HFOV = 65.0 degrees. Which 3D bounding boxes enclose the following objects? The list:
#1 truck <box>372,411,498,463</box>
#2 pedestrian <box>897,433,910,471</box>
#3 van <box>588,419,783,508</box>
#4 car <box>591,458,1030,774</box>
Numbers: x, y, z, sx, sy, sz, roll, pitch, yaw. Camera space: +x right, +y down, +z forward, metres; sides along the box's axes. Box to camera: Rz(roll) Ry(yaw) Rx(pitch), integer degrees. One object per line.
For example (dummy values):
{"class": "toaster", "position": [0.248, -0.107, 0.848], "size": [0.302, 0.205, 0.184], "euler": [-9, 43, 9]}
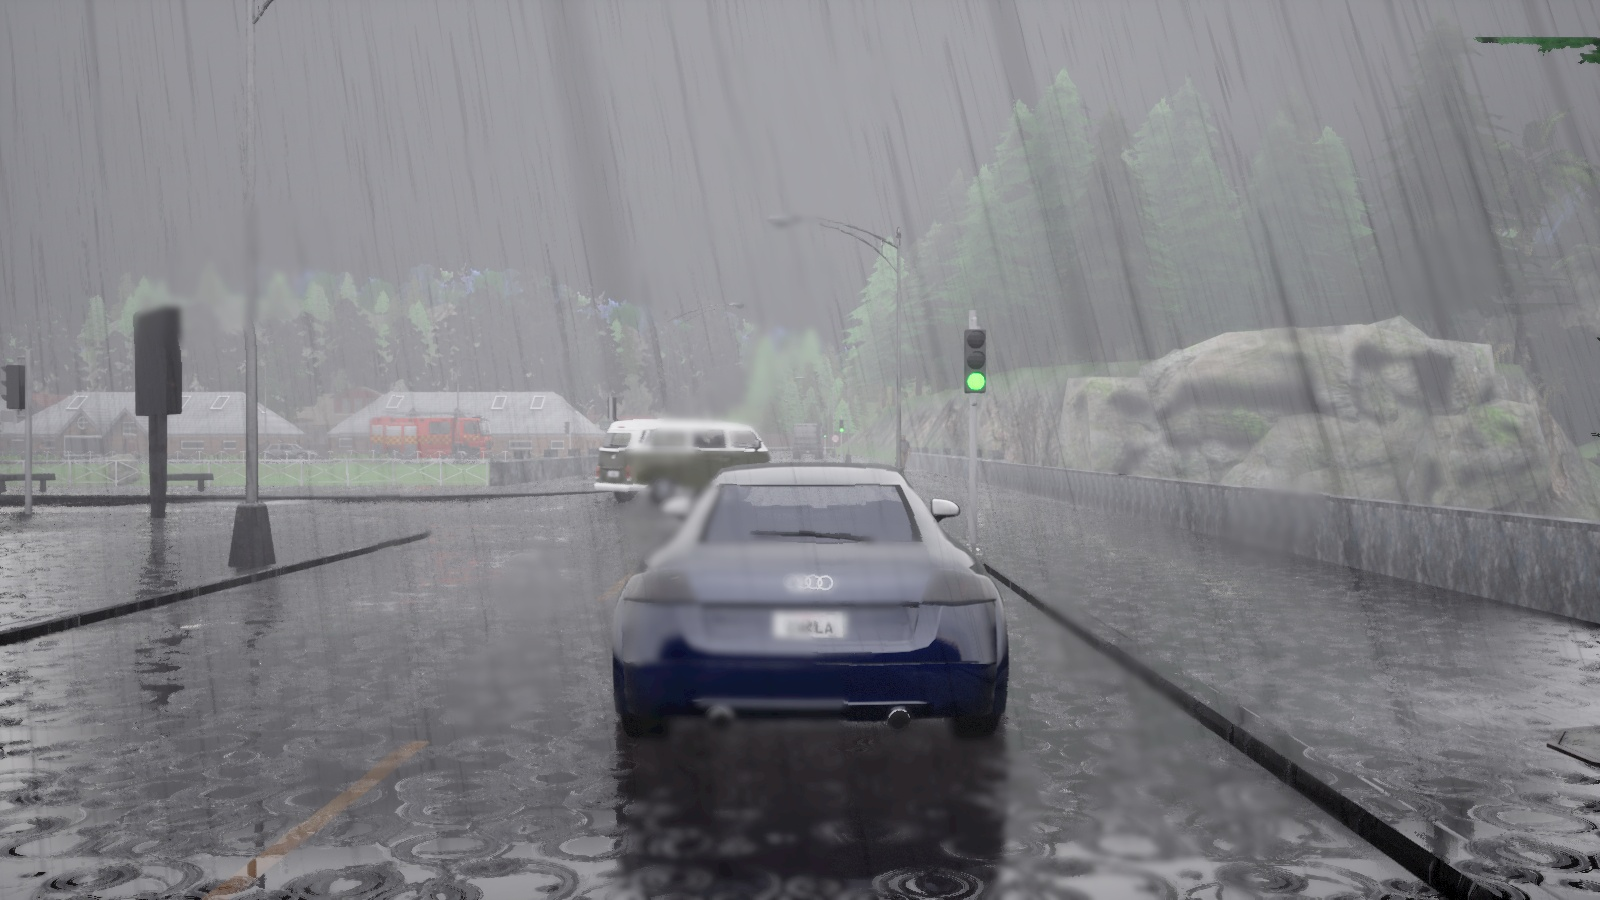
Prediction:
{"class": "truck", "position": [-26.984, -0.966, 93.129], "size": [8.468, 3.827, 2.891], "euler": [0, 0, 0]}
{"class": "pedestrian", "position": [5.078, 0.112, 61.648], "size": [0.540, 1.848, 0.694], "euler": [0, 0, -6]}
{"class": "van", "position": [-2.781, 0.291, 31.190], "size": [4.480, 2.038, 2.069], "euler": [0, 1, -43]}
{"class": "car", "position": [0.066, 0.767, 7.800], "size": [1.994, 1.385, 4.181], "euler": [0, 0, 1]}
